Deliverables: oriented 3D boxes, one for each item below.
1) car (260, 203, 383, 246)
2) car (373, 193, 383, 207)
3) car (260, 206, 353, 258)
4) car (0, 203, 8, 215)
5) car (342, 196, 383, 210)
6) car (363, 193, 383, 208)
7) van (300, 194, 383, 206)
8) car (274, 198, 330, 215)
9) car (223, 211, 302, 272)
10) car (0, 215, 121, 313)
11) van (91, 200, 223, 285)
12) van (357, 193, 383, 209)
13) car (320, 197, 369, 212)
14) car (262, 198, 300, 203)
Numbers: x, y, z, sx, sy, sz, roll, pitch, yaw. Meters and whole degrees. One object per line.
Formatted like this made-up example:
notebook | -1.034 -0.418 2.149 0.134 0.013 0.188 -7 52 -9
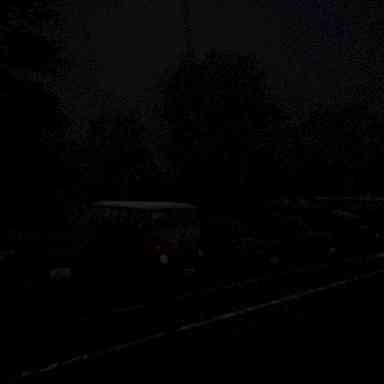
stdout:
car | 5.423 1.448 14.358 2.097 1.535 5.008 0 0 -36
car | 29.249 1.123 47.447 2.435 2.045 5.566 0 0 -36
car | 3.156 1.482 12.708 2.163 1.488 4.792 0 0 -36
car | -11.591 1.219 18.244 2.435 2.045 5.566 0 0 -36
car | 22.351 1.391 42.778 1.946 1.575 5.366 0 0 -36
car | 26.958 1.133 45.878 2.435 2.045 5.566 0 0 -36
van | 7.767 1.217 15.898 1.878 1.987 4.442 0 0 -36
car | 11.277 1.416 34.403 1.946 1.575 5.366 0 0 -36
car | 0.876 1.487 11.078 2.163 1.488 4.792 0 0 -36
car | -3.719 1.498 7.864 2.163 1.488 4.792 0 0 -36
van | -1.354 1.237 9.376 1.878 1.987 4.442 0 0 -36
van | 24.648 1.163 44.335 1.878 1.987 4.442 0 0 -36
car | 17.960 1.434 39.374 2.163 1.488 4.792 0 0 -36
car | 8.908 1.425 32.943 2.231 1.521 4.892 0 0 -36
